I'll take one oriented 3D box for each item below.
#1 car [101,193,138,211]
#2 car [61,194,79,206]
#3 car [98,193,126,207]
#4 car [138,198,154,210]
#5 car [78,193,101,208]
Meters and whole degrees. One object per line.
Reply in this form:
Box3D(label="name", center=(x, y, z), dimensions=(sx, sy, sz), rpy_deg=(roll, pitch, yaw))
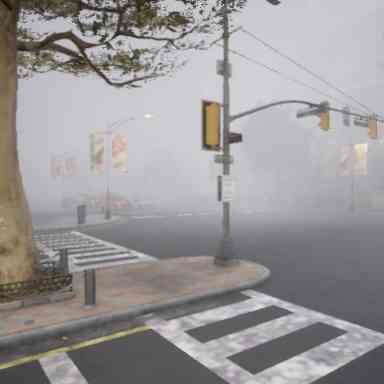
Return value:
Box3D(label="car", center=(-8.617, 1.283, 39.216), dimensions=(2.097, 1.767, 4.553), rpy_deg=(0, 0, -35))
Box3D(label="car", center=(-19.612, 1.496, 53.909), dimensions=(1.994, 1.385, 4.181), rpy_deg=(0, 0, -42))
Box3D(label="car", center=(-12.091, 1.136, 50.080), dimensions=(2.150, 2.045, 5.566), rpy_deg=(0, 0, -36))
Box3D(label="car", center=(-6.552, 1.441, 42.359), dimensions=(1.812, 1.442, 4.674), rpy_deg=(0, 0, -36))
Box3D(label="car", center=(-13.710, 1.283, 46.298), dimensions=(2.097, 1.767, 4.553), rpy_deg=(0, 0, -36))
